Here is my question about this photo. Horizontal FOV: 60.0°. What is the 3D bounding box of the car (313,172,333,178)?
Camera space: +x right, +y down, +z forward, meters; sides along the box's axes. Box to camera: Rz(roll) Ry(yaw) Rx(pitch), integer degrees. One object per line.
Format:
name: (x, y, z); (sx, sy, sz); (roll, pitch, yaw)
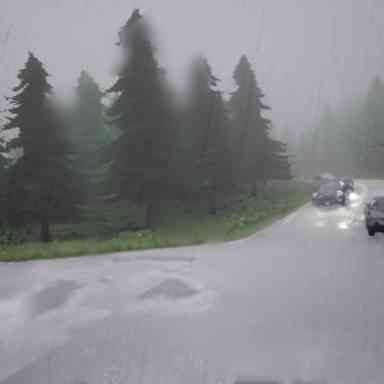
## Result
car: (18.603, -2.074, 46.953); (2.128, 1.511, 4.902); (-5, 4, 2)

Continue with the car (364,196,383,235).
car: (8.447, 0.845, 14.177); (1.994, 1.385, 4.181); (-6, 3, 27)

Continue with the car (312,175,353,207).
car: (10.150, -0.038, 24.299); (2.097, 1.767, 4.553); (-5, 3, 31)

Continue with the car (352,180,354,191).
car: (15.071, -0.789, 33.191); (1.895, 1.301, 4.718); (-5, 3, 26)
